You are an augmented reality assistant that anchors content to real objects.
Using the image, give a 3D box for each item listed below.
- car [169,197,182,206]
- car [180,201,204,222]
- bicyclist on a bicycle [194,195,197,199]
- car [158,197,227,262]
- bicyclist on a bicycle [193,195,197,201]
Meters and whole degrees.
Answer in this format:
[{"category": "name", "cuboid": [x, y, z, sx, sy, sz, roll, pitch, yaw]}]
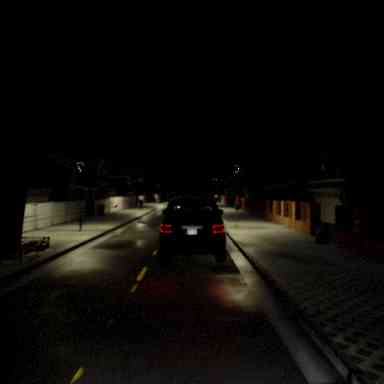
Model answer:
[{"category": "car", "cuboid": [-2.844, 1.586, 58.632, 2.128, 1.511, 4.902, 0, 0, 0]}, {"category": "car", "cuboid": [0.026, 1.561, 28.501, 1.837, 1.490, 4.892, 0, 0, 0]}, {"category": "bicyclist on a bicycle", "cuboid": [0.703, 1.540, 74.755, 0.866, 1.612, 1.509, 0, 0, 0]}, {"category": "car", "cuboid": [0.026, 1.249, 12.378, 2.150, 2.045, 5.566, 0, 0, 0]}, {"category": "bicyclist on a bicycle", "cuboid": [0.697, 1.544, 83.755, 0.866, 1.612, 1.509, 0, 0, 0]}]
